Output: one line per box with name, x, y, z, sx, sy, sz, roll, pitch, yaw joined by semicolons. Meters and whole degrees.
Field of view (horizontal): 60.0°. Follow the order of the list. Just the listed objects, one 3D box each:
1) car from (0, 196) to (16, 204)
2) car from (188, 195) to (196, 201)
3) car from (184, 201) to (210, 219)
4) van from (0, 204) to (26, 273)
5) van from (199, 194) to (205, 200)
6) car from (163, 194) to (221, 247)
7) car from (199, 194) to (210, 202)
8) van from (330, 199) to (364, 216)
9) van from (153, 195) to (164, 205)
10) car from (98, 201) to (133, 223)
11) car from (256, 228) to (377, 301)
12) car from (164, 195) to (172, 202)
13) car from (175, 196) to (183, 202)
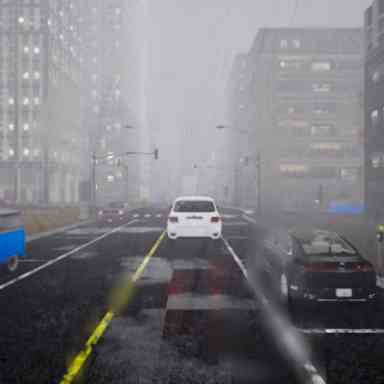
car;-21.132;1.061;35.800;4.097;1.590;1.967;1;-1;0
car;0.000;1.478;86.572;1.882;1.535;5.008;0;0;0
car;0.500;1.563;30.058;1.994;1.385;4.181;0;0;6
van;-5.691;1.338;8.073;1.690;1.788;3.998;0;0;0
van;2.685;1.352;90.800;1.690;1.788;3.998;0;0;0
car;0.105;1.217;15.224;2.150;2.045;5.566;0;0;0
car;2.686;1.317;74.148;2.192;1.841;5.009;0;0;0
van;16.929;1.696;35.753;3.998;1.788;1.690;1;-1;0
van;-5.693;1.337;57.493;1.690;1.788;3.998;0;0;0
car;-5.692;1.434;25.019;1.967;1.590;4.097;0;0;0
car;2.690;1.548;8.073;2.008;1.369;4.403;0;0;0
car;-5.694;1.530;79.527;1.752;1.417;4.829;0;0;0
car;-3.002;1.599;77.636;1.895;1.301;4.718;0;0;0
